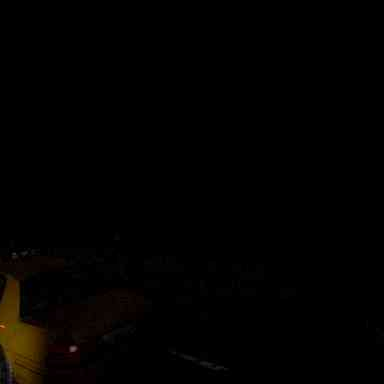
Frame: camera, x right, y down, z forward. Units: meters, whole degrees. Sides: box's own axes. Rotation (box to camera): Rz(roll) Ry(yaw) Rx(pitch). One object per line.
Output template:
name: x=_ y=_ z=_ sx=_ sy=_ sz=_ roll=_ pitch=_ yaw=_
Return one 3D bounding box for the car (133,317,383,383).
car: x=2.026 y=1.551 z=1.646 sx=4.403 sy=1.369 sz=2.008 roll=0 pitch=1 yaw=35

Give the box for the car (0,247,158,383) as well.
car: x=-2.661 y=1.524 z=4.986 sx=4.829 sy=1.417 sz=1.752 roll=0 pitch=1 yaw=35
